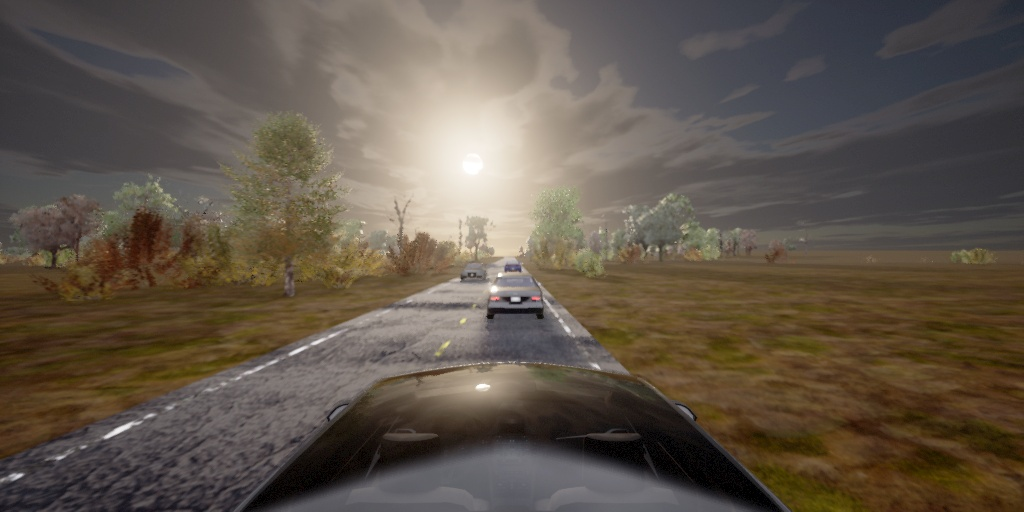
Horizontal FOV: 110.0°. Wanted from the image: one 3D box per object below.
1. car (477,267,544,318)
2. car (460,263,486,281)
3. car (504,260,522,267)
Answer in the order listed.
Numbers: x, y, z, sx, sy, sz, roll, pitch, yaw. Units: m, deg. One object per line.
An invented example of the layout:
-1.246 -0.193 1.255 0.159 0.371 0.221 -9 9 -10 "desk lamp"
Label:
0.103 1.290 12.843 2.033 1.411 5.357 0 0 0 "car"
-3.091 1.293 29.741 1.994 1.385 4.181 0 0 0 "car"
0.105 1.193 41.045 1.882 1.535 5.008 0 0 0 "car"
